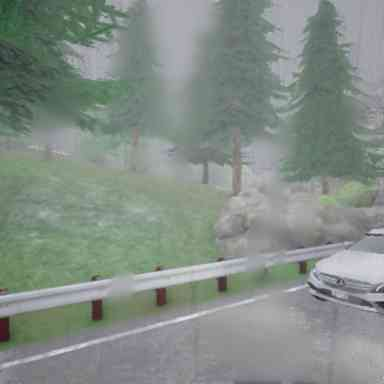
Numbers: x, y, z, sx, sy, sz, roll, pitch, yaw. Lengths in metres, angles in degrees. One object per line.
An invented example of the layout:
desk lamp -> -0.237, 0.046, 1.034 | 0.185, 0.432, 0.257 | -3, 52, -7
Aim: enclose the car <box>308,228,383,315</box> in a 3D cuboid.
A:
car -> 4.487, 1.530, 7.176 | 4.674, 1.442, 1.812 | 0, 0, -36
